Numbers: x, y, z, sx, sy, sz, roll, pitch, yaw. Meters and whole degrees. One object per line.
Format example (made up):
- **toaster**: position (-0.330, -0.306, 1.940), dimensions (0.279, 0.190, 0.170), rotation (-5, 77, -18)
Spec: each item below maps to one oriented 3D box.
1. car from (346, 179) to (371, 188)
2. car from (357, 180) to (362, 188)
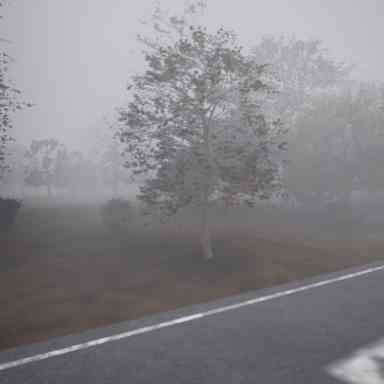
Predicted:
- **car**: position (42.631, -2.121, 85.398), dimensions (5.566, 2.045, 2.150), rotation (-3, 2, -12)
- **car**: position (42.749, -1.659, 82.094), dimensions (4.181, 1.385, 1.994), rotation (-4, 2, -17)
